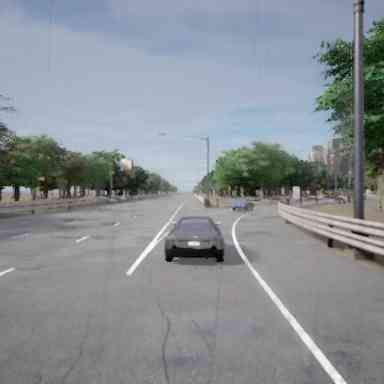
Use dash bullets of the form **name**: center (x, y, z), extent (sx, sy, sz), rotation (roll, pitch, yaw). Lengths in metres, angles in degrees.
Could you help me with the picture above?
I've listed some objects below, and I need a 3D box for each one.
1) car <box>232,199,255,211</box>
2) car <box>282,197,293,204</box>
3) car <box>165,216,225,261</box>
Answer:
- **car**: center (6.434, 1.563, 41.366), extent (2.033, 1.411, 5.357), rotation (0, 0, 23)
- **car**: center (17.823, 1.564, 60.984), extent (1.994, 1.385, 4.181), rotation (0, 0, 38)
- **car**: center (0.149, 1.572, 12.307), extent (1.994, 1.385, 4.181), rotation (0, 0, 2)
